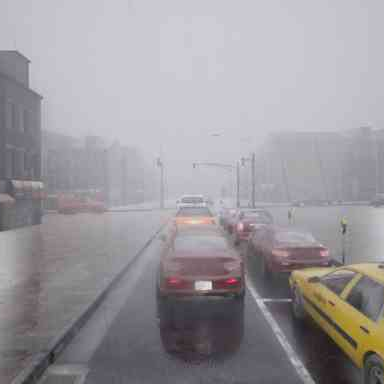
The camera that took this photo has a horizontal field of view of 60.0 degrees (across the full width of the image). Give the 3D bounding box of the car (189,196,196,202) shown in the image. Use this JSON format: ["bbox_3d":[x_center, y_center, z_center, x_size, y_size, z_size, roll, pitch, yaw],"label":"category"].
[{"bbox_3d":[0.118,1.745,83.109,1.837,1.490,4.892,0,0,0],"label":"car"}]

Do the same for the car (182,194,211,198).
[{"bbox_3d":[0.070,1.242,25.747,2.150,2.045,5.566,0,0,1],"label":"car"}]

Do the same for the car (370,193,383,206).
[{"bbox_3d":[23.494,0.937,38.257,5.357,1.411,2.033,-1,0,0],"label":"car"}]

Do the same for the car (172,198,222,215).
[{"bbox_3d":[0.108,1.358,15.651,2.097,1.767,4.553,0,0,0],"label":"car"}]

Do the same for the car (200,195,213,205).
[{"bbox_3d":[2.718,1.467,63.452,2.192,1.841,5.009,-1,0,0],"label":"car"}]

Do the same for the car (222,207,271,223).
[{"bbox_3d":[2.654,1.446,15.240,1.967,1.590,4.097,0,0,0],"label":"car"}]

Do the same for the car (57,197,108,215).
[{"bbox_3d":[-12.531,1.615,38.245,5.566,2.045,2.150,-2,0,1],"label":"car"}]

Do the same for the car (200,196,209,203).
[{"bbox_3d":[2.734,1.646,74.256,1.967,1.590,4.097,-1,0,0],"label":"car"}]

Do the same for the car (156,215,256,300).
[{"bbox_3d":[0.132,1.527,8.305,1.812,1.442,4.674,0,0,-2],"label":"car"}]

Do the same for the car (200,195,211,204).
[{"bbox_3d":[2.725,1.493,68.855,2.192,1.841,5.009,-1,0,0],"label":"car"}]

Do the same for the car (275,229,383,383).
[{"bbox_3d":[2.639,1.525,4.476,1.752,1.417,4.829,0,0,0],"label":"car"}]

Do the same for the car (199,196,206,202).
[{"bbox_3d":[2.758,1.824,90.633,1.752,1.417,4.829,-1,0,0],"label":"car"}]

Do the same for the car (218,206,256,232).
[{"bbox_3d":[2.662,1.594,20.706,1.802,1.307,4.206,0,0,0],"label":"car"}]

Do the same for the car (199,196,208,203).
[{"bbox_3d":[2.741,1.675,79.659,1.967,1.590,4.097,-1,0,0],"label":"car"}]

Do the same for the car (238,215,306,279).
[{"bbox_3d":[2.647,1.584,9.773,1.802,1.307,4.206,0,0,0],"label":"car"}]

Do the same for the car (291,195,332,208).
[{"bbox_3d":[14.792,1.107,41.200,4.892,1.490,1.837,-2,0,0],"label":"car"}]
